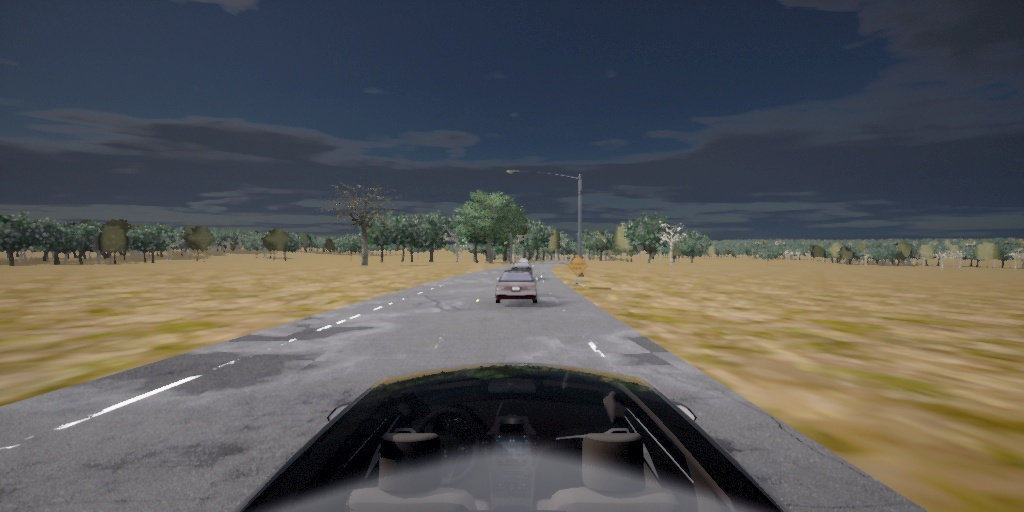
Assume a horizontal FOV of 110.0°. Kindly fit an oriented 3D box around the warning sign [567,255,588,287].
[{"bbox_3d":[3.977,0.874,22.024,1.300,1.860,1.060,0,0,2],"label":"warning sign"}]

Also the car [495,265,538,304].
[{"bbox_3d":[0.226,1.314,16.452,2.033,1.411,5.357,0,0,2],"label":"car"}]

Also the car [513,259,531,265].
[{"bbox_3d":[0.885,1.229,31.390,1.882,1.535,5.008,-1,1,3],"label":"car"}]
